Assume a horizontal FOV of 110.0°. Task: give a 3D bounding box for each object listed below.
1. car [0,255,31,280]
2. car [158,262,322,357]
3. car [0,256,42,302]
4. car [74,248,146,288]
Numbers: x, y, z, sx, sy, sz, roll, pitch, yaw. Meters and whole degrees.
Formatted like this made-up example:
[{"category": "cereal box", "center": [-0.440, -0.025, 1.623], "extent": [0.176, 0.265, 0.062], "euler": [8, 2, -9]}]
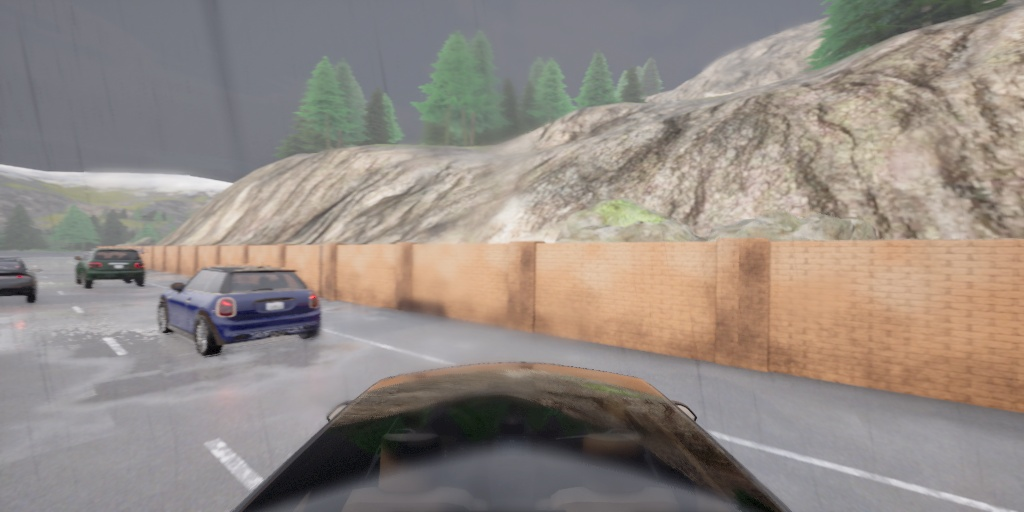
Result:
[{"category": "car", "center": [-33.252, 0.709, 23.467], "extent": [5.357, 1.411, 2.033], "euler": [1, 0, 36]}, {"category": "car", "center": [-6.488, 0.995, 8.468], "extent": [4.553, 1.767, 2.097], "euler": [1, 0, 36]}, {"category": "car", "center": [-19.159, 0.899, 13.298], "extent": [4.902, 1.511, 2.128], "euler": [1, 0, 36]}, {"category": "car", "center": [-22.081, 0.592, 19.714], "extent": [5.566, 2.045, 2.150], "euler": [1, 0, 35]}]
